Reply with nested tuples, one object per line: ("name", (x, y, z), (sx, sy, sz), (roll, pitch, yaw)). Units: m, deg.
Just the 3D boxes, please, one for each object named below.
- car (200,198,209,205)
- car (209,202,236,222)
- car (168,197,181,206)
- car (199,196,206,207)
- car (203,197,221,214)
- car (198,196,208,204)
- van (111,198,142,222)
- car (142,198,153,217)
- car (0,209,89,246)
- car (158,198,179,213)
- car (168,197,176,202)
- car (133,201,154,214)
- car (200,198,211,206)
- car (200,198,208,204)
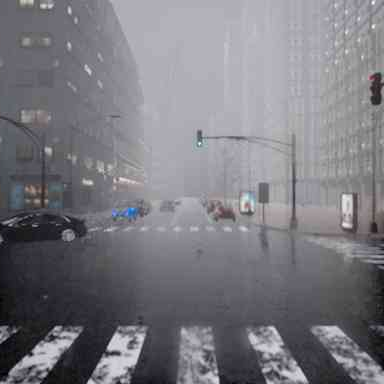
("car", (2.733, 2.056, 72.489), (1.887, 1.381, 4.507), (0, 0, 0))
("car", (2.711, 1.774, 28.268), (1.802, 1.307, 4.206), (0, 0, 0))
("car", (-2.970, 1.855, 61.563), (1.994, 1.385, 4.181), (0, 0, 0))
("car", (2.725, 1.827, 55.907), (1.967, 1.590, 4.097), (0, 0, 0))
("car", (2.717, 1.709, 39.325), (1.967, 1.590, 4.097), (0, 0, 0))
("car", (2.740, 1.910, 83.545), (2.192, 1.841, 5.009), (0, 0, 0))
("van", (-5.668, 1.533, 28.275), (1.690, 1.788, 3.998), (0, 0, 0))
("car", (-5.665, 1.545, 33.803), (2.192, 1.841, 5.009), (0, 0, 0))
("car", (-7.341, 1.613, 15.412), (4.892, 1.490, 1.837), (1, 5, -31))
("car", (-2.980, 1.804, 41.034), (1.837, 1.490, 4.892), (0, 0, 0))
("car", (-5.637, 2.248, 94.603), (1.947, 1.339, 4.313), (0, 0, 0))
("car", (-5.664, 1.813, 39.330), (1.887, 1.381, 4.507), (0, 0, 0))
("car", (2.730, 2.020, 66.961), (2.008, 1.369, 4.403), (0, 0, 0))
("car", (2.735, 2.135, 78.016), (1.802, 1.307, 4.206), (0, 0, 0))
